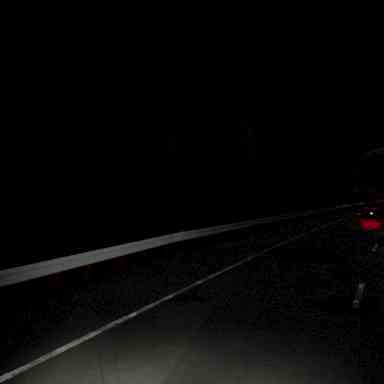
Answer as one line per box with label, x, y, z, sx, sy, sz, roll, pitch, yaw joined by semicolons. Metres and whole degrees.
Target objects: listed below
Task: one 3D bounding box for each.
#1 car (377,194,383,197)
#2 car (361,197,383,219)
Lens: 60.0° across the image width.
car;22.346;1.221;37.961;2.150;2.045;5.566;0;0;36
car;16.239;1.505;29.462;1.837;1.490;4.892;0;0;35
